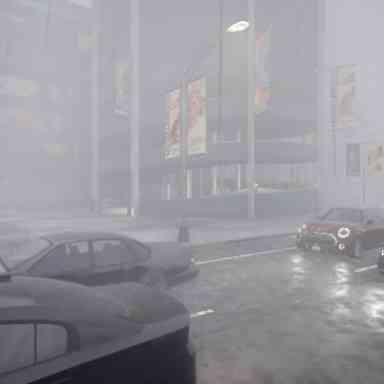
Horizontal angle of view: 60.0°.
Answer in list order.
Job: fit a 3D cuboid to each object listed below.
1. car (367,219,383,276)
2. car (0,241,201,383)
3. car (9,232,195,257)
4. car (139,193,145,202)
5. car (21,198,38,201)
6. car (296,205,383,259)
[{"bbox_3d":[6.867,1.518,9.018,4.674,1.442,1.812,0,0,-37],"label":"car"},{"bbox_3d":[-2.282,1.478,2.361,5.008,1.535,1.882,0,0,-36],"label":"car"},{"bbox_3d":[-2.370,1.546,6.612,5.357,1.411,2.033,0,0,-36],"label":"car"},{"bbox_3d":[-11.022,1.009,63.943,2.435,2.045,5.566,0,0,-36],"label":"car"},{"bbox_3d":[-25.528,1.456,52.433,1.895,1.301,4.718,0,0,-36],"label":"car"},{"bbox_3d":[6.040,1.343,12.772,4.553,1.767,2.097,0,0,-37],"label":"car"}]
